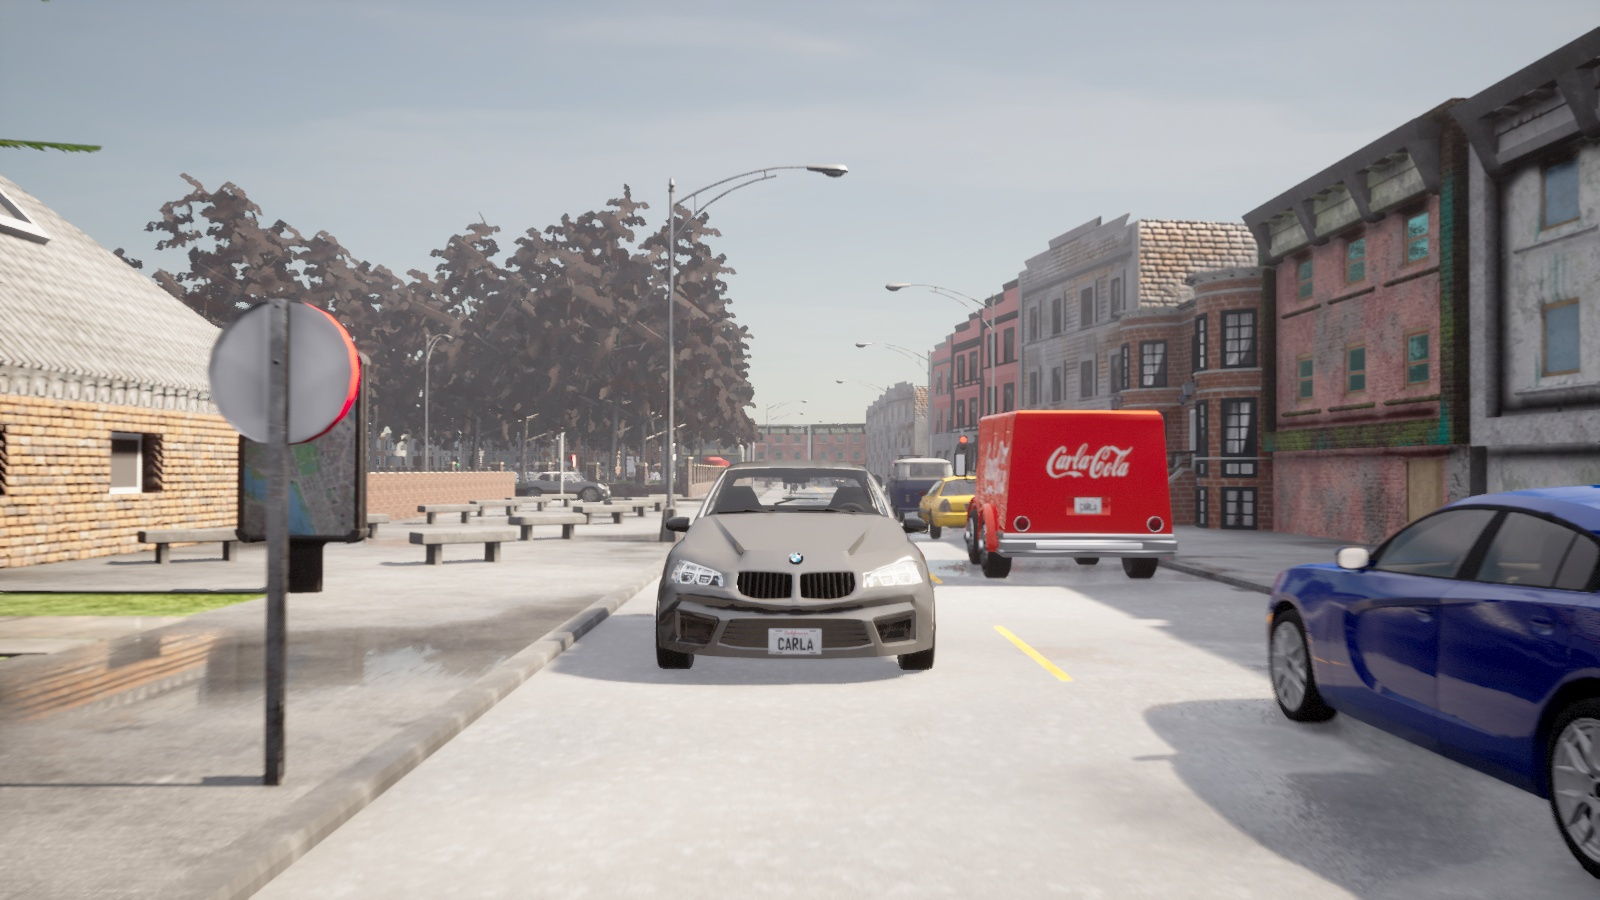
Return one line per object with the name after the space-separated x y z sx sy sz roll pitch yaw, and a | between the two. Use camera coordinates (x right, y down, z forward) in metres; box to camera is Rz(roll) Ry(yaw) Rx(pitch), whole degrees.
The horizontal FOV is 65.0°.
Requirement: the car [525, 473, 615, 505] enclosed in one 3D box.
-10.615 1.797 58.184 3.806 1.475 1.970 0 -1 0 | car

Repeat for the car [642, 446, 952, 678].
-0.029 0.850 11.413 2.242 1.667 4.611 0 -1 0 | car

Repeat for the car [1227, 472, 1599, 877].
3.984 0.884 6.404 1.882 1.535 5.008 0 -1 0 | car

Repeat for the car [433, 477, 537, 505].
-15.591 2.020 62.258 4.718 1.301 1.895 0 -1 -2 | car

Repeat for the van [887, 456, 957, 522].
3.882 1.231 40.580 1.775 1.987 4.442 0 -1 0 | van

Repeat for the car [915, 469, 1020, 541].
3.925 1.246 30.321 1.801 1.575 5.366 0 -1 0 | car

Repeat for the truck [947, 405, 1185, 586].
3.950 0.650 19.803 2.627 2.467 5.204 0 -1 0 | truck
